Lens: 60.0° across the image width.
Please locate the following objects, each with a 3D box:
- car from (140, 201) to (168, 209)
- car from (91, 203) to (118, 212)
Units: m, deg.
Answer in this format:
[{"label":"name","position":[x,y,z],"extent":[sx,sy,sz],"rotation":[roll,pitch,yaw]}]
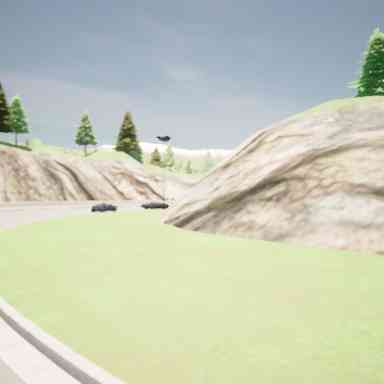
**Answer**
[{"label":"car","position":[-6.603,2.367,58.643],"extent":[2.033,1.411,5.357],"rotation":[-1,-1,42]},{"label":"car","position":[-12.764,2.228,48.631],"extent":[1.994,1.385,4.181],"rotation":[0,-1,25]}]
